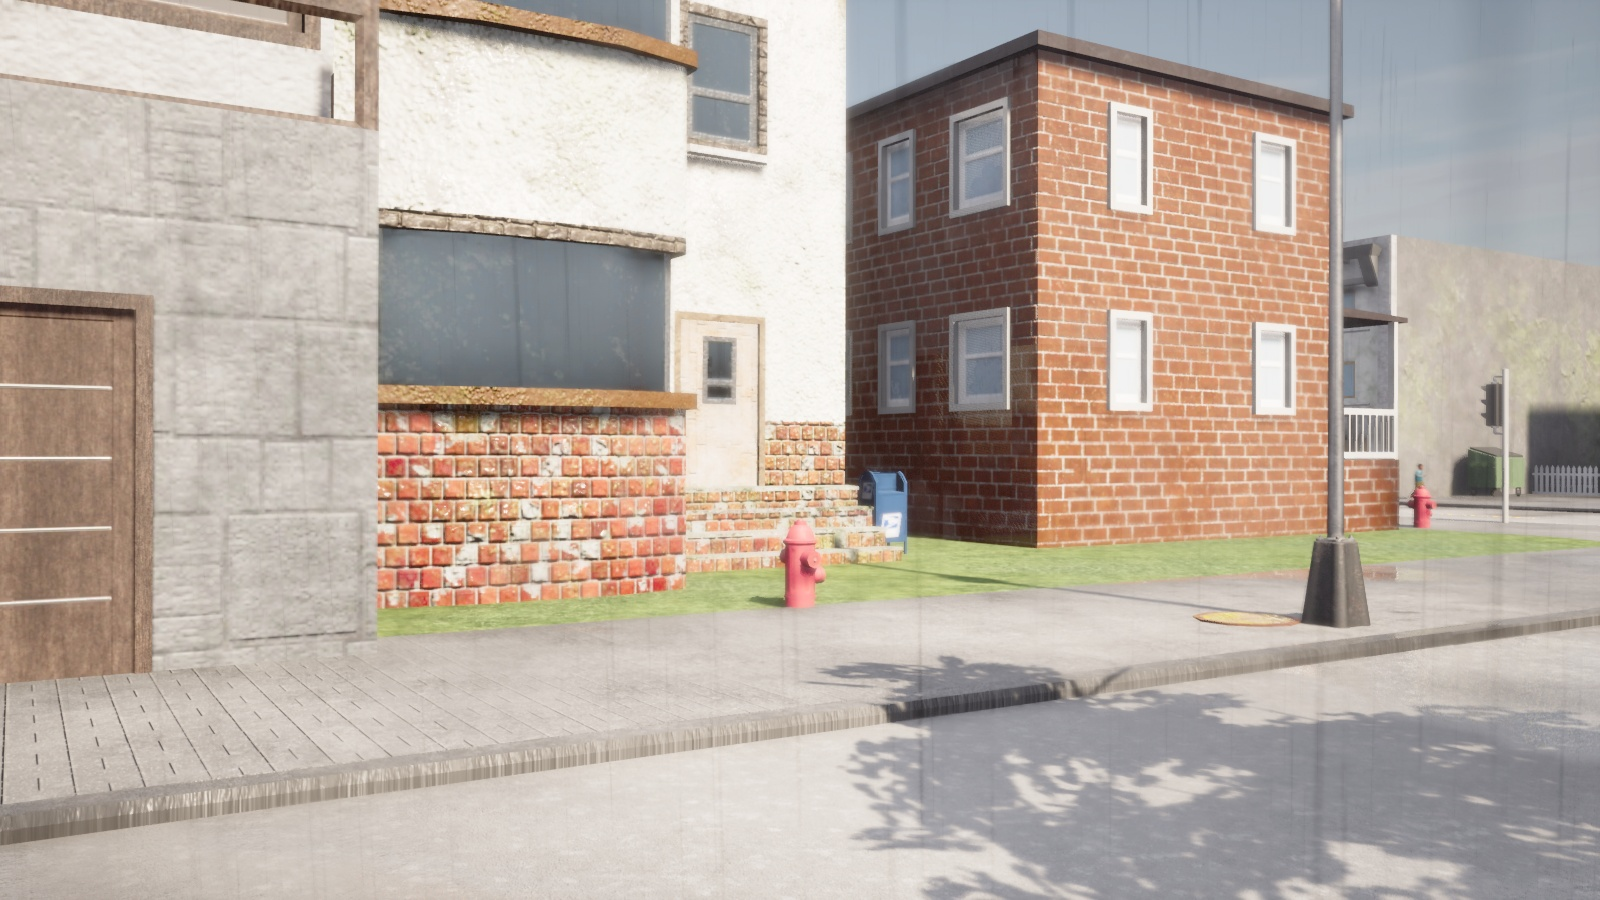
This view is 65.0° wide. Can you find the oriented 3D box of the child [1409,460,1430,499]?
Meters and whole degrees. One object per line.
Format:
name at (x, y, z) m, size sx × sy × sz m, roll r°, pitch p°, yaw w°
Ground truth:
child at (18.815, 0.888, 38.116) m, size 0.343 × 1.192 × 0.448 m, roll 0°, pitch 0°, yaw -26°
